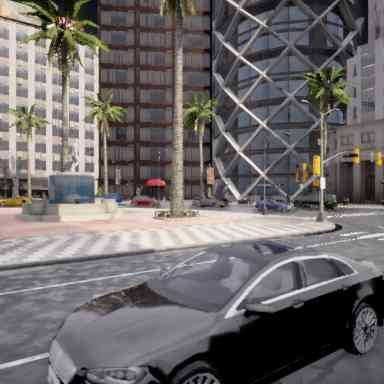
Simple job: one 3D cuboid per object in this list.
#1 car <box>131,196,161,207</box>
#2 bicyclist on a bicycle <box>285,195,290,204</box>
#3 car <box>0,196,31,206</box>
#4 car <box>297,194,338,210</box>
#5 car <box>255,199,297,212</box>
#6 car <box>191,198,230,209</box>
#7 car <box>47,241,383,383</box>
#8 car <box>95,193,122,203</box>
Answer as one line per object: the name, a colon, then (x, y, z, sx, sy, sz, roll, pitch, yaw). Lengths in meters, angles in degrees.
car: (-6.978, 1.352, 50.790, 4.553, 1.767, 2.097, 0, 0, 15)
bicyclist on a bicycle: (15.718, 1.301, 54.602, 0.582, 1.620, 1.656, 0, 0, 42)
car: (-28.766, 1.478, 54.459, 5.008, 1.535, 1.882, 0, 0, -14)
car: (15.988, 1.221, 43.226, 2.150, 2.045, 5.566, 0, 0, -39)
car: (9.625, 1.526, 39.480, 1.812, 1.442, 4.674, 0, 0, -39)
car: (2.515, 1.548, 46.390, 5.357, 1.411, 2.033, 0, 0, 34)
car: (0.728, 1.491, 4.486, 4.902, 1.511, 2.128, 0, 0, -35)
car: (-15.296, 1.221, 59.402, 5.566, 2.045, 2.150, 0, 0, 3)
